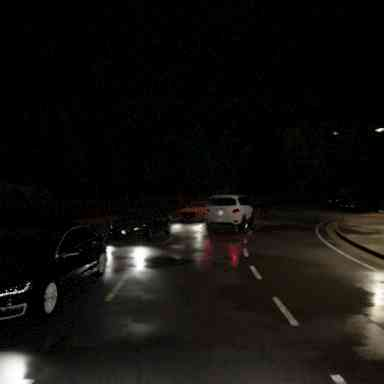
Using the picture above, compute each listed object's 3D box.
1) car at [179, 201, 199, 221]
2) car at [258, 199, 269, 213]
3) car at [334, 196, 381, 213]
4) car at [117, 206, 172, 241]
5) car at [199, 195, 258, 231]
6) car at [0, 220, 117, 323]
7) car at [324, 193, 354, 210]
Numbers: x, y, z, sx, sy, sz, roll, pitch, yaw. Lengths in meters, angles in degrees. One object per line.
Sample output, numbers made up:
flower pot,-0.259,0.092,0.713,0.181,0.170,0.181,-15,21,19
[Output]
car,0.691,1.450,26.232,1.882,1.535,5.008,0,0,23
car,6.413,1.453,34.859,2.128,1.511,4.902,0,0,38
car,18.235,1.505,36.084,5.357,1.411,2.033,0,0,-33
car,-2.402,1.488,16.707,1.837,1.490,4.892,0,0,13
car,2.463,1.199,20.870,2.150,2.045,5.566,0,0,19
car,-3.343,1.499,7.470,1.837,1.490,4.892,0,0,3
car,18.329,1.177,40.021,5.566,2.045,2.150,0,0,-31
